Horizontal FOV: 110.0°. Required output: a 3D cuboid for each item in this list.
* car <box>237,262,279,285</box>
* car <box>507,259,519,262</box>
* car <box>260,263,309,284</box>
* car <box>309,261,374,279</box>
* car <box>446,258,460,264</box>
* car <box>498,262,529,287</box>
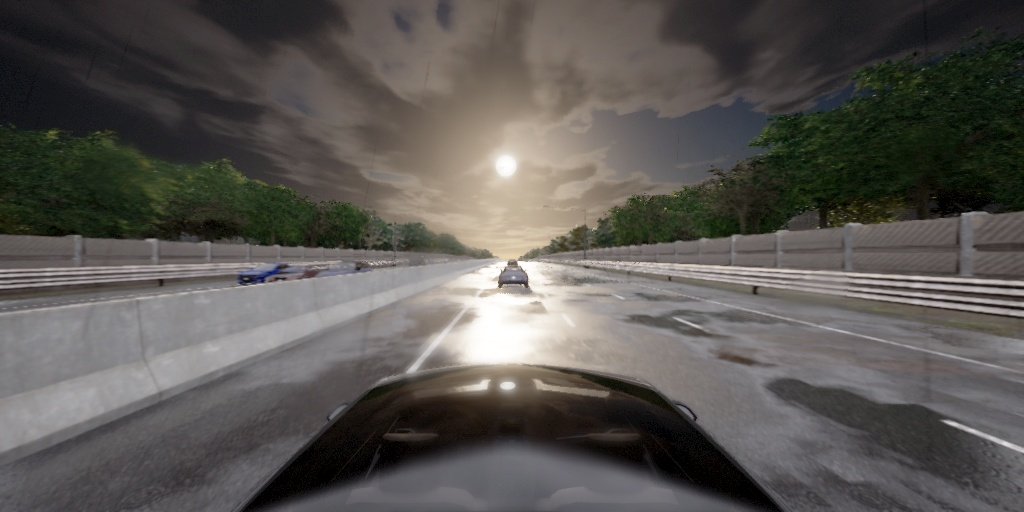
[{"bbox_3d":[-17.577,1.240,26.189,1.882,1.535,5.008,0,0,0],"label":"car"},{"bbox_3d":[0.104,1.328,64.589,1.837,1.490,4.892,0,0,0],"label":"car"},{"bbox_3d":[-14.082,1.325,23.791,1.994,1.385,4.181,0,0,0],"label":"car"},{"bbox_3d":[-10.584,1.112,23.039,2.097,1.767,4.553,0,0,0],"label":"car"},{"bbox_3d":[-10.505,1.162,64.578,2.097,1.767,4.553,0,0,0],"label":"car"},{"bbox_3d":[0.102,1.326,24.311,1.994,1.385,4.181,0,0,0],"label":"car"}]
